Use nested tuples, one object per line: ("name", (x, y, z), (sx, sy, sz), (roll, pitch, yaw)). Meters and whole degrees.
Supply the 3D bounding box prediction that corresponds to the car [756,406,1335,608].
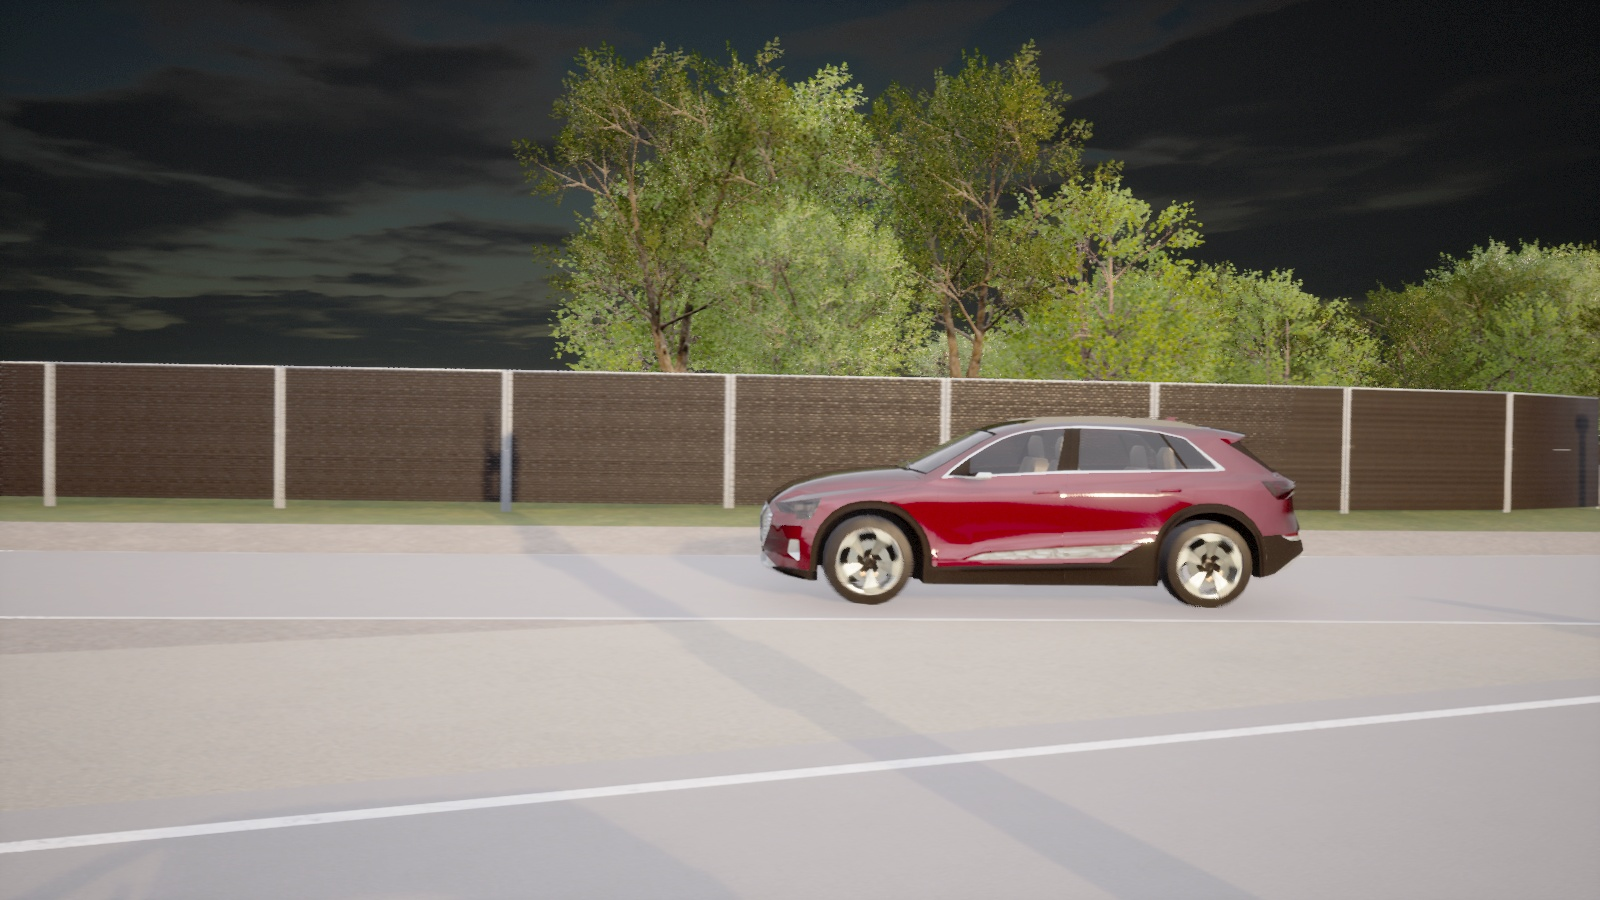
("car", (2.046, 0.448, 11.523), (4.856, 1.649, 2.033), (0, 1, -3))
